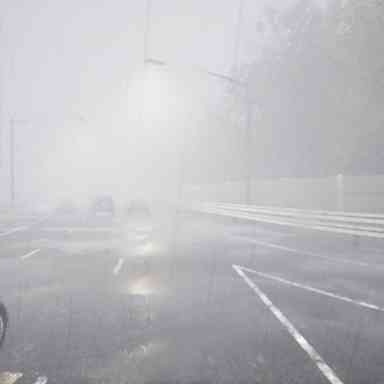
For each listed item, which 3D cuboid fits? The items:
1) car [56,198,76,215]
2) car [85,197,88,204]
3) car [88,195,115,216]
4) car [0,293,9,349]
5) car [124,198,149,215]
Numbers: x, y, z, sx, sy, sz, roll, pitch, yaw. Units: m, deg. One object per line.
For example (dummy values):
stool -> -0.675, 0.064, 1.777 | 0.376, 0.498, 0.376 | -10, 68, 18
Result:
car -> -13.770, 1.705, 36.519 | 1.994, 1.385, 4.181 | 0, 0, -20
car -> -19.989, 1.574, 65.937 | 1.812, 1.442, 4.674 | 0, 0, -23
car -> -9.331, 1.329, 34.559 | 2.150, 2.045, 5.566 | 0, 0, -19
car -> -3.541, 1.554, 2.941 | 1.812, 1.442, 4.674 | 0, 0, -2
car -> -5.965, 1.438, 35.305 | 2.097, 1.767, 4.553 | 0, 0, -18
